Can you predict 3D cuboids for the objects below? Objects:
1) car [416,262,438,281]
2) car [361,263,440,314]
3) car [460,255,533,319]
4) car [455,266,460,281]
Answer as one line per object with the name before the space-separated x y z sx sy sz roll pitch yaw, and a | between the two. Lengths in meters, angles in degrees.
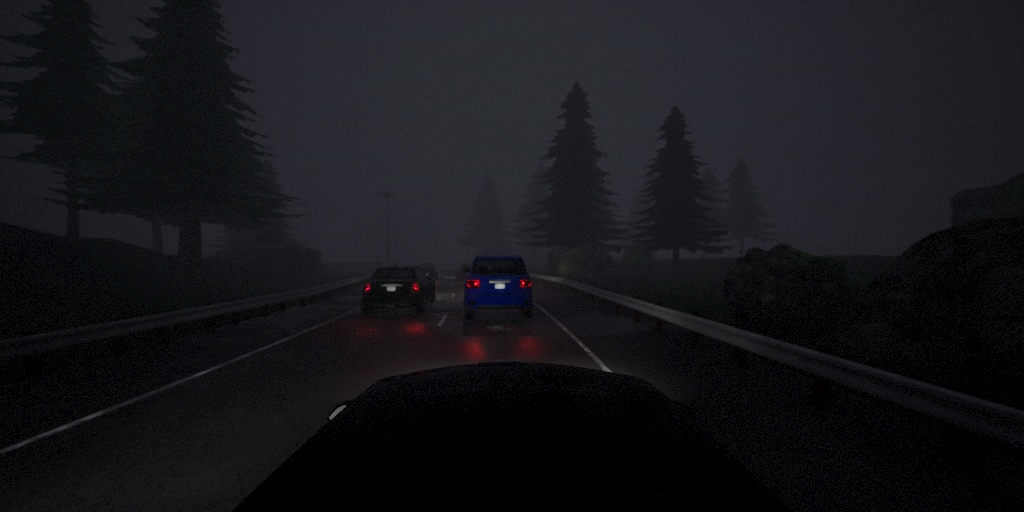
car | -7.559 1.329 31.732 1.812 1.442 4.674 0 0 -15
car | -4.268 1.128 14.152 2.097 1.767 4.553 0 0 -6
car | -0.605 0.984 13.172 2.150 2.045 5.566 0 0 -5
car | -3.728 1.352 30.808 1.994 1.385 4.181 0 0 -14
